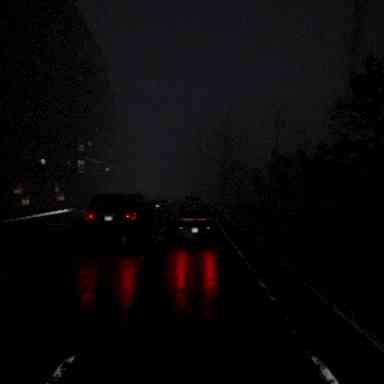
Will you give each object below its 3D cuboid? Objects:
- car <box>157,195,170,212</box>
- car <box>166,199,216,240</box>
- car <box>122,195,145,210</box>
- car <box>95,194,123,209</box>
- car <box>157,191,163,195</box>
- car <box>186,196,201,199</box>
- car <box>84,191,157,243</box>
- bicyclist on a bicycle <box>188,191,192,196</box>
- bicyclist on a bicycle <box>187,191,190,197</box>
[{"bbox_3d":[-3.087,1.227,31.859,1.994,1.385,4.181,0,1,0],"label":"car"},{"bbox_3d":[0.130,1.320,15.958,2.128,1.511,4.902,0,1,0],"label":"car"},{"bbox_3d":[-6.548,1.126,37.837,1.812,1.442,4.674,0,1,0],"label":"car"},{"bbox_3d":[-9.804,1.074,39.535,2.128,1.511,4.902,0,1,0],"label":"car"},{"bbox_3d":[-7.847,0.520,78.831,2.097,1.767,4.553,0,1,-3],"label":"car"},{"bbox_3d":[0.165,1.130,32.937,1.882,1.535,5.008,0,1,0],"label":"car"},{"bbox_3d":[-3.121,1.058,15.147,2.150,2.045,5.566,0,1,0],"label":"car"},{"bbox_3d":[-0.263,0.567,75.995,0.659,1.776,1.843,0,1,-3],"label":"bicyclist on a bicycle"},{"bbox_3d":[-0.862,0.551,85.057,0.582,1.620,1.656,0,0,-4],"label":"bicyclist on a bicycle"}]
